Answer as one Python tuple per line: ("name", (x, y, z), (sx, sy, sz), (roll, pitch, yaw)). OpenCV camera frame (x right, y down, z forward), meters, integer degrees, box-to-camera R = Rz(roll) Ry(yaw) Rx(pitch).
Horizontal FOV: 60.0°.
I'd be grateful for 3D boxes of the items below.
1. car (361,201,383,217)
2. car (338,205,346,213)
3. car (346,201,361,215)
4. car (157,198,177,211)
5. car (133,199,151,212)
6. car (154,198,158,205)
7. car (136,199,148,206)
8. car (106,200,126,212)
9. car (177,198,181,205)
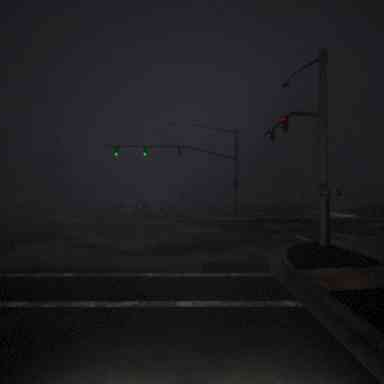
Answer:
("car", (20.007, 1.744, 32.983), (4.902, 1.511, 2.128), (0, 0, 1))
("car", (20.082, 1.832, 39.976), (4.674, 1.442, 1.812), (0, 0, 1))
("car", (19.990, 1.805, 36.482), (4.674, 1.442, 1.812), (0, 0, 1))
("car", (-3.376, 1.878, 45.950), (1.812, 1.442, 4.674), (0, 0, 0))
("car", (-6.877, 1.913, 45.508), (1.994, 1.385, 4.181), (0, 0, 0))
("car", (-6.928, 2.048, 71.215), (1.837, 1.490, 4.892), (0, 0, 0))
("car", (-10.387, 2.134, 69.672), (1.895, 1.301, 4.718), (0, 0, 0))
("car", (-10.377, 1.874, 45.281), (1.812, 1.442, 4.674), (0, 0, 0))
("car", (-3.421, 2.048, 71.183), (1.837, 1.490, 4.892), (0, 0, 0))
